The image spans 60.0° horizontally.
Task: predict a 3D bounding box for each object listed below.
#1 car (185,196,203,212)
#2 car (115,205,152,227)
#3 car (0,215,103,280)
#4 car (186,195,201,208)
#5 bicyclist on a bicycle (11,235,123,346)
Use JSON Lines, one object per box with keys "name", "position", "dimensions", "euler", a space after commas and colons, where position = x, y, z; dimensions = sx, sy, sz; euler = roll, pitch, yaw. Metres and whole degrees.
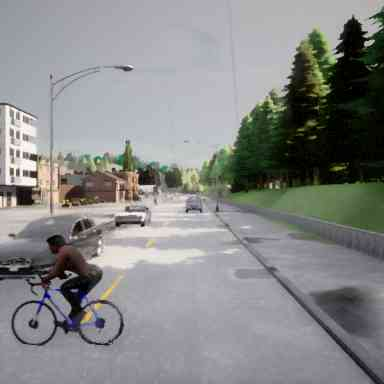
{"name": "car", "position": [0.231, 1.547, 37.871], "dimensions": [2.033, 1.411, 5.357], "euler": [0, 0, 1]}
{"name": "car", "position": [-3.921, 1.600, 22.818], "dimensions": [1.895, 1.301, 4.718], "euler": [0, 0, 0]}
{"name": "car", "position": [-4.061, 1.504, 10.014], "dimensions": [1.837, 1.490, 4.892], "euler": [0, 0, 0]}
{"name": "car", "position": [0.262, 1.352, 48.449], "dimensions": [2.097, 1.767, 4.553], "euler": [0, 0, 0]}
{"name": "bicyclist on a bicycle", "position": [-1.818, 1.452, 4.843], "dimensions": [1.656, 1.620, 0.582], "euler": [0, 0, 0]}
